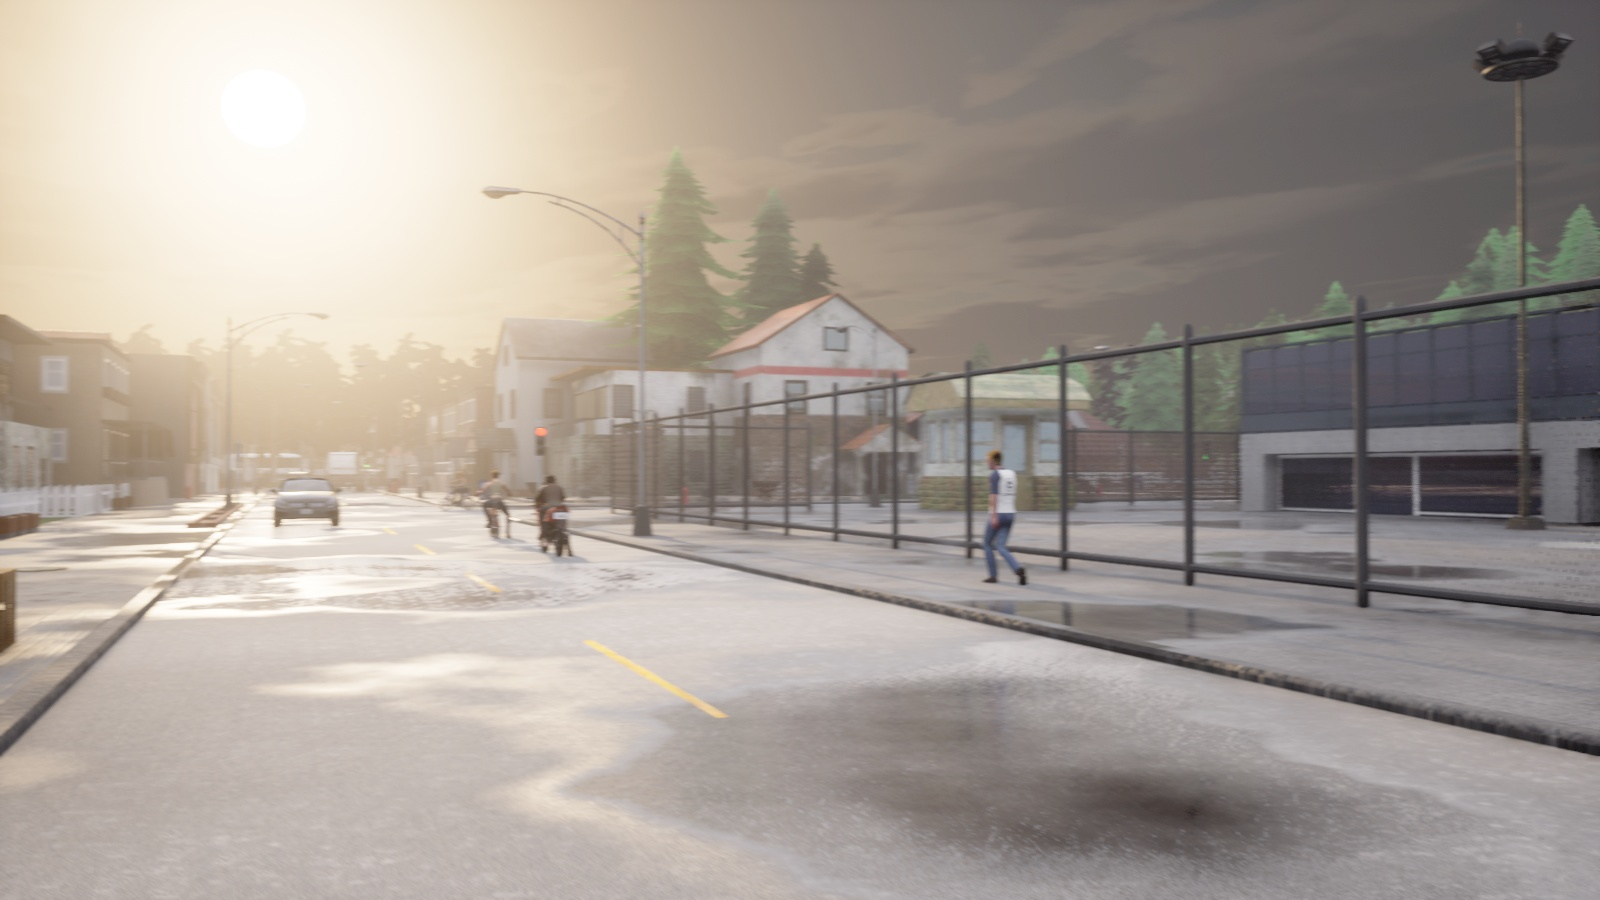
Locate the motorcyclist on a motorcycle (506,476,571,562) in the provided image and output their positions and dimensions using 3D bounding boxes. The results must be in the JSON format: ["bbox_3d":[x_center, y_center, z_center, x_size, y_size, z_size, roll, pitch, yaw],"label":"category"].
[{"bbox_3d":[-4.892,1.254,23.412,0.797,1.523,2.044,0,-1,-23],"label":"motorcyclist on a motorcycle"}]

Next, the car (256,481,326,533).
[{"bbox_3d":[-15.257,1.656,37.631,1.812,1.442,4.674,0,-1,-22],"label":"car"}]

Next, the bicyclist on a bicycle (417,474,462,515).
[{"bbox_3d":[-14.650,1.791,51.054,1.509,1.612,0.866,0,1,-42],"label":"bicyclist on a bicycle"}]

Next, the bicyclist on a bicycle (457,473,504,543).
[{"bbox_3d":[-7.540,1.344,29.603,0.866,1.612,1.509,0,-1,-22],"label":"bicyclist on a bicycle"}]

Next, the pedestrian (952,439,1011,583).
[{"bbox_3d":[2.367,0.781,16.413,0.354,1.836,0.706,0,-1,-37],"label":"pedestrian"}]
